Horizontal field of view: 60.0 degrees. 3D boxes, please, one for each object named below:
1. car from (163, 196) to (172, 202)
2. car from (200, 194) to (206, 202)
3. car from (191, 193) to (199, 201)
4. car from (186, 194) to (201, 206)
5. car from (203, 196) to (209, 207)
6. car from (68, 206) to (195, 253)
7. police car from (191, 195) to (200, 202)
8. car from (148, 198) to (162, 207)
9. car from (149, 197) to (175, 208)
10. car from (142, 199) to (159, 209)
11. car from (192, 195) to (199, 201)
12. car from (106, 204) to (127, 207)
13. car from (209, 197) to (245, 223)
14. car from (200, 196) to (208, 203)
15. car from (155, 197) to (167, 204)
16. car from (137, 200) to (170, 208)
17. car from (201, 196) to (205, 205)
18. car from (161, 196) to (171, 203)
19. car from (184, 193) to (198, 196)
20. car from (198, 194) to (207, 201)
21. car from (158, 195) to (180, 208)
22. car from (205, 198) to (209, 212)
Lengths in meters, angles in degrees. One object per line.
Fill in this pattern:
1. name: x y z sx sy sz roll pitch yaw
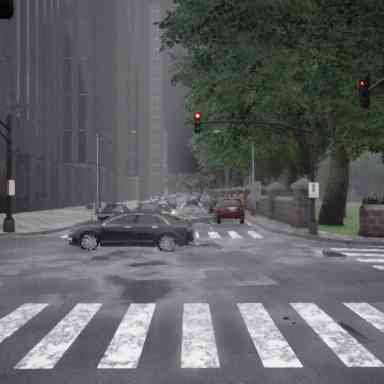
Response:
1. car: -5.842 1.619 79.662 1.887 1.381 4.507 0 0 0
2. car: 2.711 1.480 52.391 1.967 1.590 4.097 0 0 0
3. car: 0.809 1.319 91.794 2.150 2.045 5.566 0 0 0
4. car: 0.045 1.569 55.252 1.812 1.442 4.674 0 0 0
5. car: 2.722 1.579 41.478 2.008 1.369 4.403 0 0 0
6. car: -2.319 1.496 13.149 4.892 1.490 1.837 1 0 0
7. police car: 0.825 1.495 75.873 1.930 1.638 5.238 0 0 0
8. car: -5.814 1.622 52.376 1.802 1.307 4.206 0 0 0
9. car: -3.121 1.547 35.247 1.812 1.442 4.674 0 0 0
10. car: -5.809 1.616 46.919 1.802 1.307 4.206 0 0 0
11. car: 0.814 1.591 85.763 1.837 1.490 4.892 0 0 0
12. car: -5.787 1.576 25.091 1.947 1.339 4.313 0 0 0
13. car: 2.739 1.325 25.109 2.192 1.841 5.009 0 0 0
14. car: 2.688 1.592 74.387 1.752 1.417 4.829 0 0 0
15. car: -5.825 1.634 63.291 1.802 1.307 4.206 0 0 0
16. car: -3.126 1.558 25.610 2.033 1.411 5.357 0 0 0
17. car: 2.716 1.585 46.935 2.008 1.369 4.403 0 0 0
18. car: -5.837 1.611 74.204 1.887 1.381 4.507 0 0 0
19. car: 0.025 1.406 65.015 2.097 1.767 4.553 0 0 0
20. car: 2.677 1.399 85.131 2.192 1.841 5.009 0 0 0
21. car: -3.135 1.524 45.514 2.128 1.511 4.902 0 0 0
22. car: 2.727 1.588 36.022 1.947 1.339 4.313 0 0 0
